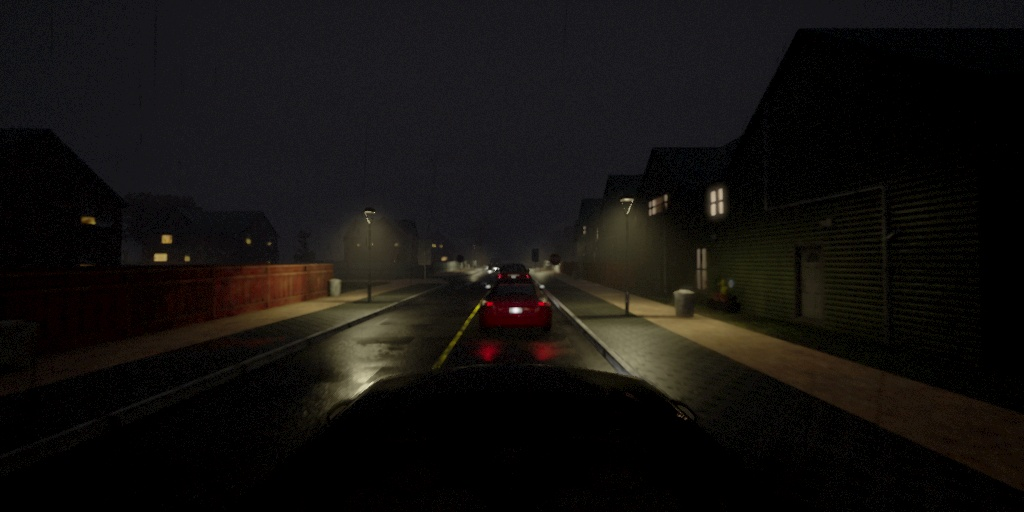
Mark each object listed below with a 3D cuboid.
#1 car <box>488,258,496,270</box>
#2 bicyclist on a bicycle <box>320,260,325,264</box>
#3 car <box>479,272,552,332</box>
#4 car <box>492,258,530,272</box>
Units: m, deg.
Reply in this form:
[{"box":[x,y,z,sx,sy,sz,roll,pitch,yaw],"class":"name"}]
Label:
[{"box":[-2.801,1.296,59.891,2.150,2.045,5.566,0,0,1],"class":"car"},{"box":[-20.214,1.293,38.233,0.582,1.620,1.656,0,-1,0],"class":"bicyclist on a bicycle"},{"box":[0.098,1.363,11.076,1.994,1.385,4.181,0,-1,0],"class":"car"},{"box":[0.041,1.215,22.175,2.097,1.767,4.553,0,0,-2],"class":"car"}]
